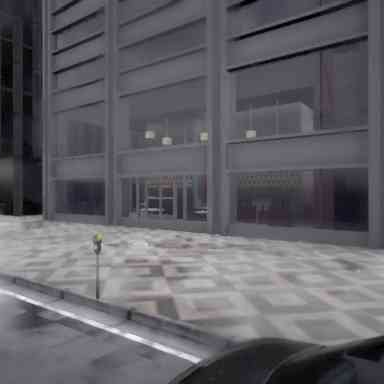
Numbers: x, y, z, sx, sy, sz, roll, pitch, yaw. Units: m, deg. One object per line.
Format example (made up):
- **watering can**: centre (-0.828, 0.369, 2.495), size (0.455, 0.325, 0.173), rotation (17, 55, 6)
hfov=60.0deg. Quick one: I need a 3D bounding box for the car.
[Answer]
- **car**: centre (1.653, 1.563, 1.787), size (4.313, 1.339, 1.947), rotation (0, 0, 36)
